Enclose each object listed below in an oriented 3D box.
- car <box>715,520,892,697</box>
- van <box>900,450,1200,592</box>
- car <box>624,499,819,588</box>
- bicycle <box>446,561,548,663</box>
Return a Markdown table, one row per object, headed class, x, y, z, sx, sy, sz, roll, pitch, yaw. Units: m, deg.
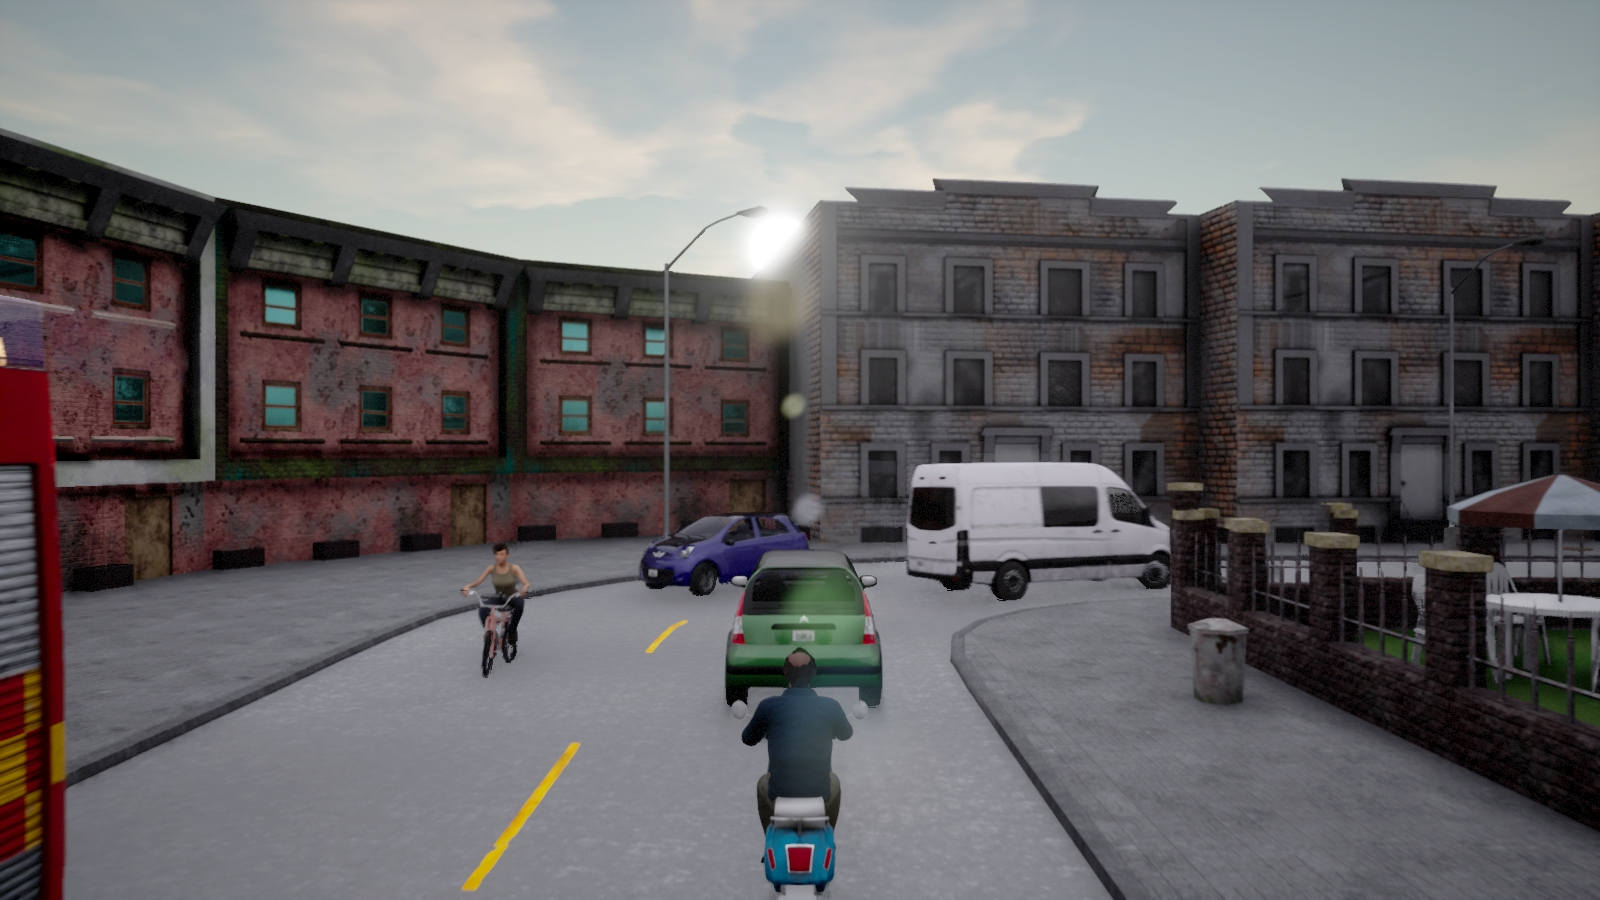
| class | x | y | z | sx | sy | sz | roll | pitch | yaw |
| --- | --- | --- | --- | --- | --- | --- | --- | --- | --- |
| car | 0.044 | 1.780 | 13.953 | 1.851 | 1.617 | 3.988 | 0 | 0 | 0 |
| van | 5.062 | 1.317 | 22.888 | 5.915 | 2.561 | 1.988 | 0 | -2 | -27 |
| car | -1.547 | 1.821 | 23.254 | 3.633 | 1.501 | 1.845 | 0 | 0 | -45 |
| bicycle | -3.834 | 2.037 | 14.568 | 0.859 | 1.080 | 1.487 | 0 | 0 | 2 |
